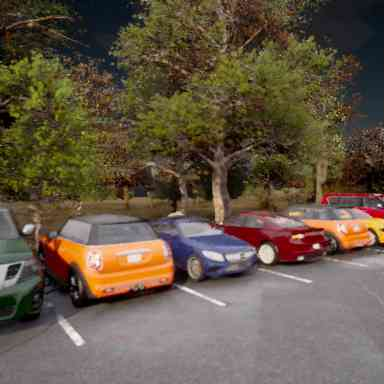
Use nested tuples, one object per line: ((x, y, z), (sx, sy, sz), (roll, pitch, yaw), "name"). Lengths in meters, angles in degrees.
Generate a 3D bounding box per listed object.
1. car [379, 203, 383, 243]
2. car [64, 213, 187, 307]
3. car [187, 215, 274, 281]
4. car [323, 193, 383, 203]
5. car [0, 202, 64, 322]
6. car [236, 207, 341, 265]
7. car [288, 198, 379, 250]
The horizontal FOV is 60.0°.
((6.681, 1.374, 14.831), (2.097, 1.535, 5.008), (-1, 0, -35), "car")
((-2.367, 1.333, 8.333), (2.185, 1.767, 4.553), (-1, 0, -35), "car")
((-0.118, 1.479, 9.979), (2.002, 1.452, 4.674), (-1, 0, -35), "car")
((8.967, 1.101, 16.421), (2.435, 2.045, 5.566), (-1, 0, -36), "car")
((-4.636, 1.228, 6.718), (2.435, 2.045, 5.566), (0, 0, -35), "car")
((2.153, 1.418, 11.589), (2.097, 1.535, 5.008), (-1, 0, -35), "car")
((4.434, 1.271, 13.183), (2.185, 1.767, 4.553), (-1, 0, -35), "car")
